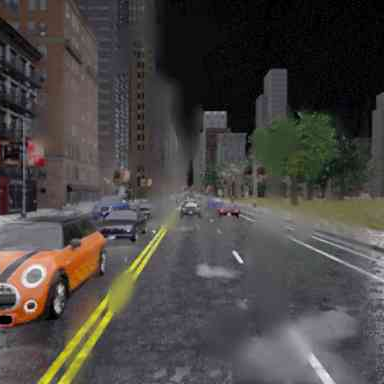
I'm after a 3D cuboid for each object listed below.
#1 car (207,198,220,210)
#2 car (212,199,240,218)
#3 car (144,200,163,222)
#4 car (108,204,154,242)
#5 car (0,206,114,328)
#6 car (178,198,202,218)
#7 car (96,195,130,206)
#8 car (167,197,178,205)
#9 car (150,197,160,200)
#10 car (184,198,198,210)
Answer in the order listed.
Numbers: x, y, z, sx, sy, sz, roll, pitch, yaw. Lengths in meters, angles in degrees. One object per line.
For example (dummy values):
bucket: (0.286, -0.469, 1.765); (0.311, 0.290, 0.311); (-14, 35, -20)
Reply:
car: (3.145, 1.528, 45.070); (1.882, 1.535, 5.008); (0, 0, 0)
car: (3.155, 1.632, 30.434); (1.895, 1.301, 4.718); (0, 0, 0)
car: (-3.409, 1.598, 26.829); (1.994, 1.385, 4.181); (0, 0, 0)
car: (-3.402, 1.570, 16.881); (2.033, 1.411, 5.357); (0, 0, 0)
car: (-3.370, 1.364, 7.294); (2.097, 1.767, 4.553); (0, 0, 0)
car: (-0.095, 1.560, 30.357); (1.812, 1.442, 4.674); (0, 0, 0)
car: (-6.649, 1.261, 28.048); (2.150, 2.045, 5.566); (0, 0, 0)
car: (-3.477, 1.625, 60.779); (1.812, 1.442, 4.674); (0, 0, 0)
car: (-6.729, 1.667, 60.805); (1.994, 1.385, 4.181); (0, 0, 0)
car: (-0.109, 1.558, 44.024); (1.837, 1.490, 4.892); (0, 0, 0)
